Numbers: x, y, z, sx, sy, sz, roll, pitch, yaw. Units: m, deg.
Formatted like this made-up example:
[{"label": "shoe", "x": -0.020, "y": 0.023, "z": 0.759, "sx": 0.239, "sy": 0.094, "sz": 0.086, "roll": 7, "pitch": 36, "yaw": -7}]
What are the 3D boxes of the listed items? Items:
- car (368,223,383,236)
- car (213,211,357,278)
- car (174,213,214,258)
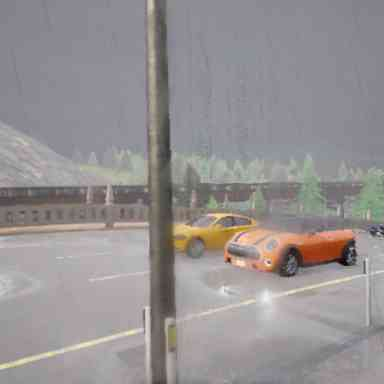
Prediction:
[{"label": "car", "x": 17.583, "y": 3.391, "z": 29.427, "sx": 4.718, "sy": 1.301, "sz": 1.895, "roll": 7, "pitch": -4, "yaw": -35}, {"label": "car", "x": 3.204, "y": 1.467, "z": 10.576, "sx": 4.553, "sy": 1.767, "sz": 2.097, "roll": 2, "pitch": -1, "yaw": -35}, {"label": "car", "x": 0.949, "y": 1.586, "z": 13.267, "sx": 5.008, "sy": 1.535, "sz": 1.882, "roll": 2, "pitch": -1, "yaw": -35}]
